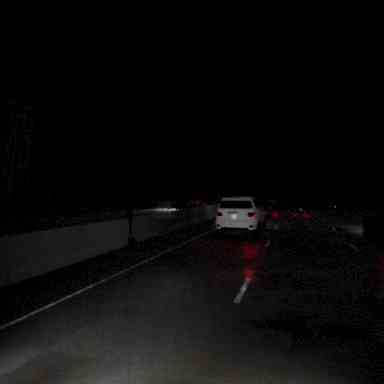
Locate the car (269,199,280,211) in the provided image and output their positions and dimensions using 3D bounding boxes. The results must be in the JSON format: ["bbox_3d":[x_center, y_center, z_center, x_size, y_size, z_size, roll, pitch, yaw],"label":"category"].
[{"bbox_3d":[10.068,1.679,42.249,1.812,1.442,4.674,0,-1,17],"label":"car"}]

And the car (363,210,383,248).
[{"bbox_3d":[8.944,1.538,14.742,2.128,1.511,4.902,0,0,17],"label":"car"}]

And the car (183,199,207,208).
[{"bbox_3d":[0.817,1.703,48.305,1.882,1.535,5.008,0,-2,18],"label":"car"}]

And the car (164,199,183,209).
[{"bbox_3d":[-2.568,1.706,49.208,2.128,1.511,4.902,0,-2,18],"label":"car"}]

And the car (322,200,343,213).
[{"bbox_3d":[16.173,1.675,38.285,2.033,1.411,5.357,0,-1,17],"label":"car"}]

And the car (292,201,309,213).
[{"bbox_3d":[12.916,1.727,39.602,1.895,1.301,4.718,0,-1,17],"label":"car"}]

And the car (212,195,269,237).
[{"bbox_3d":[2.844,1.259,18.720,2.150,2.045,5.566,0,0,17],"label":"car"}]

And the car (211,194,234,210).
[{"bbox_3d":[4.438,1.492,48.140,2.150,2.045,5.566,0,-3,17],"label":"car"}]
